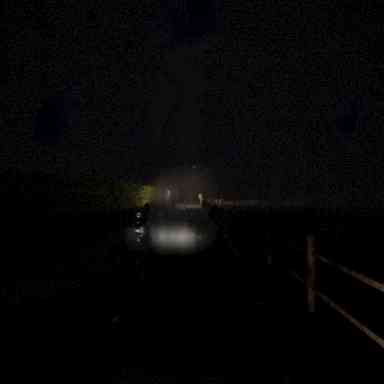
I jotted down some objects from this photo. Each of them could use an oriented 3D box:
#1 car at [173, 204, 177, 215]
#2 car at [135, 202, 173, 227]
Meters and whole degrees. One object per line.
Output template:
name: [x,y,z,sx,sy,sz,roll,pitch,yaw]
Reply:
car: [-2.781,1.834,37.402,1.812,1.442,4.674,0,0,0]
car: [-2.780,1.557,24.287,2.097,1.767,4.553,0,0,0]
